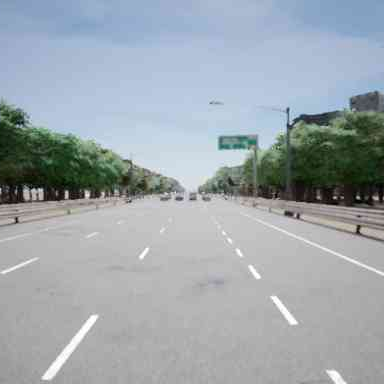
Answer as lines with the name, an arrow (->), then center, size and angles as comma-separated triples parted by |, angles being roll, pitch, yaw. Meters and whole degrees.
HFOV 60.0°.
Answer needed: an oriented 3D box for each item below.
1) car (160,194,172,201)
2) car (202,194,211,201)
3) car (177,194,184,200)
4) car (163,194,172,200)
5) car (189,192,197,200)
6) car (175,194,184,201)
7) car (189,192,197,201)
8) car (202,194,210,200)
car -> -6.793, 1.483, 81.668 | 2.033, 1.411, 5.357 | 0, 0, 0
car -> 3.707, 1.486, 81.631 | 2.033, 1.411, 5.357 | 0, 0, 0
car -> -3.256, 1.317, 92.076 | 1.812, 1.442, 4.674 | 0, 0, 0
car -> -6.756, 1.344, 92.088 | 1.994, 1.385, 4.181 | 0, 0, 0
car -> 0.245, 1.019, 92.092 | 2.150, 2.045, 5.566 | 0, 0, 0
car -> -3.289, 1.447, 82.906 | 1.812, 1.442, 4.674 | 0, 0, 0
car -> 0.207, 1.470, 81.643 | 2.128, 1.511, 4.902 | 0, 0, 0
car -> 3.745, 1.348, 92.051 | 1.994, 1.385, 4.181 | 0, 0, 0
